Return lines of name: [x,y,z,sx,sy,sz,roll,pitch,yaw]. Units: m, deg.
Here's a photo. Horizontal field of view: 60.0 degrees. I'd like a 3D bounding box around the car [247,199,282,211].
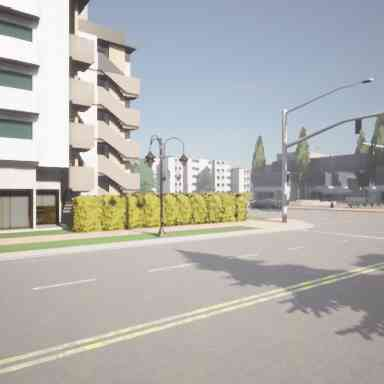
car: [8.829,1.525,40.248,1.812,1.442,4.674,0,0,-38]
